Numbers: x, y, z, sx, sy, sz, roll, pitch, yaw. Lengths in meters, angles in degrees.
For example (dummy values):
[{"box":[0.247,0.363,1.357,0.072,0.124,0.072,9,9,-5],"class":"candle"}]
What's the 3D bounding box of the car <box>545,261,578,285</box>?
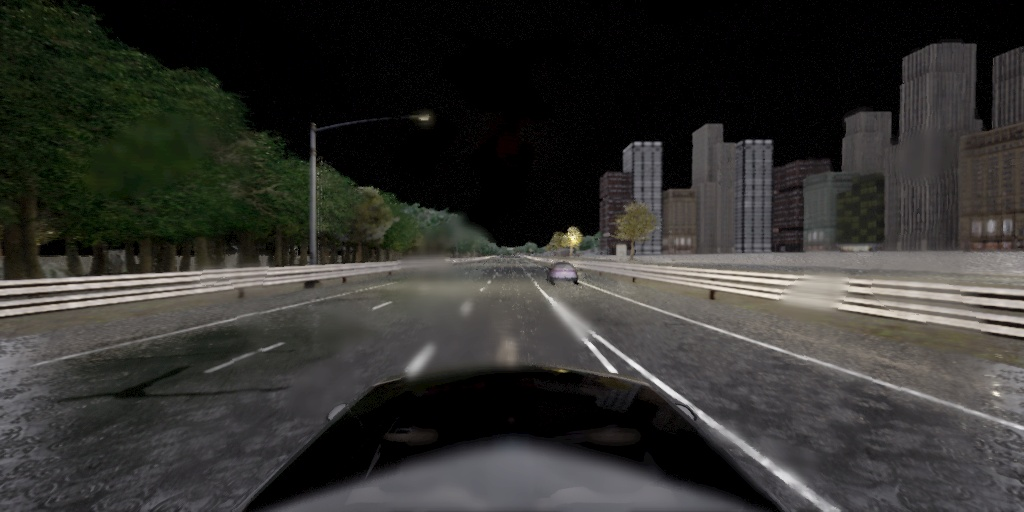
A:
[{"box":[3.536,1.189,26.066,2.033,1.649,4.856,0,0,0],"class":"car"}]
